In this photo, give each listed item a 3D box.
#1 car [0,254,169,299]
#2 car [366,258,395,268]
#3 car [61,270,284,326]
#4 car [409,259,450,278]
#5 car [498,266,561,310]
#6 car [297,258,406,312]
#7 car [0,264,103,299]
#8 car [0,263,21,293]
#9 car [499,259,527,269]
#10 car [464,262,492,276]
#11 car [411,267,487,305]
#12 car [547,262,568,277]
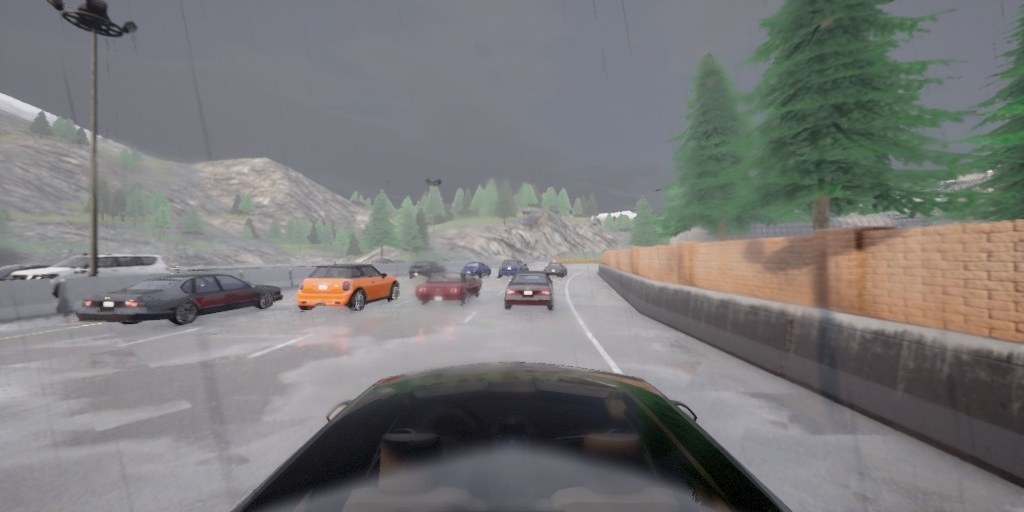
[{"bbox_3d":[-20.184,0.904,17.526,2.150,2.045,5.566,0,0,6],"label":"car"},{"bbox_3d":[-21.563,1.164,59.013,1.837,1.490,4.892,0,0,19],"label":"car"},{"bbox_3d":[-9.990,1.264,11.541,2.033,1.411,5.357,0,0,4],"label":"car"},{"bbox_3d":[-7.261,1.219,31.379,1.837,1.490,4.892,0,0,11],"label":"car"},{"bbox_3d":[0.797,1.293,14.659,2.033,1.411,5.357,0,0,6],"label":"car"},{"bbox_3d":[-6.208,1.078,14.236,2.097,1.767,4.553,0,0,5],"label":"car"},{"bbox_3d":[-23.688,1.179,17.401,1.837,1.490,4.892,0,0,6],"label":"car"},{"bbox_3d":[-27.270,1.142,16.632,1.882,1.535,5.008,0,0,5],"label":"car"},{"bbox_3d":[0.220,1.087,32.874,2.097,1.767,4.553,0,0,12],"label":"car"},{"bbox_3d":[-3.285,1.251,33.324,1.812,1.442,4.674,0,0,12],"label":"car"},{"bbox_3d":[-2.578,1.336,15.864,1.895,1.301,4.718,0,0,6],"label":"car"},{"bbox_3d":[4.264,1.310,34.848,1.994,1.385,4.181,0,0,13],"label":"car"}]
